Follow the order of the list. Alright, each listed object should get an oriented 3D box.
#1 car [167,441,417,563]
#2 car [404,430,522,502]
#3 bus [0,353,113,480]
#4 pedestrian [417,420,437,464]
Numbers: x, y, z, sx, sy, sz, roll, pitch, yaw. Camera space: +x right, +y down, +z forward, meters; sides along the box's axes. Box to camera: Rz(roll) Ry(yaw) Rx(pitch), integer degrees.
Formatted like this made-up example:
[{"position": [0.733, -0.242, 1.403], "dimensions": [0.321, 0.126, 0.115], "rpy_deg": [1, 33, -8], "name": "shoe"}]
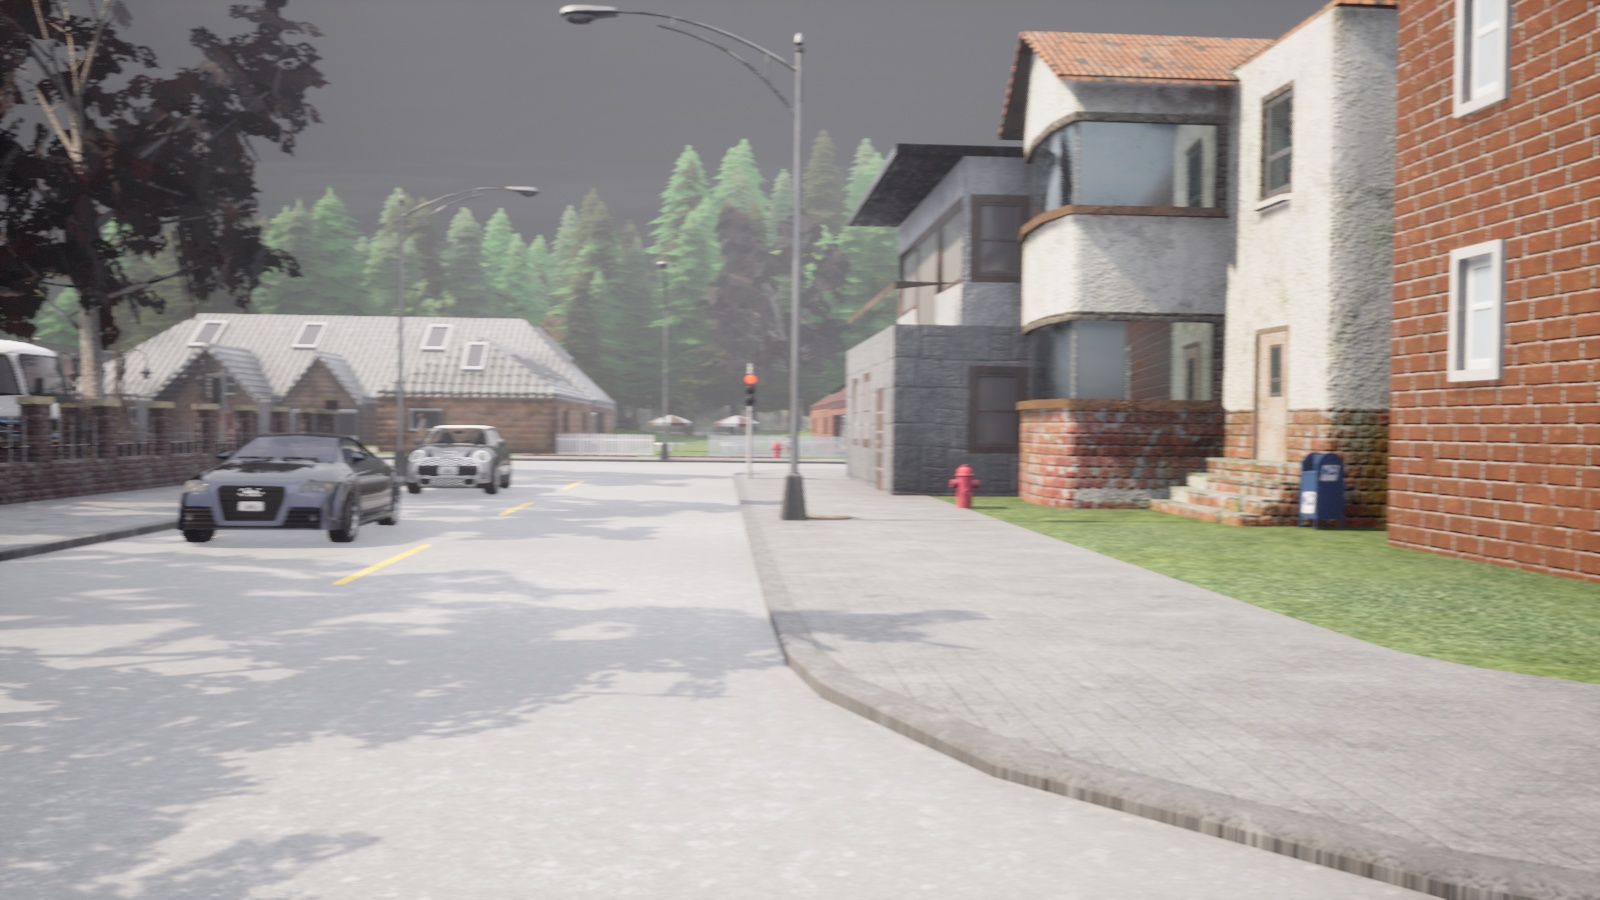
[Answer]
[{"position": [-6.684, 0.604, 17.062], "dimensions": [1.994, 1.385, 4.181], "rpy_deg": [-1, 1, -5], "name": "car"}, {"position": [-7.436, 0.304, 28.072], "dimensions": [1.970, 1.475, 3.806], "rpy_deg": [-1, 1, -6], "name": "car"}, {"position": [-30.221, -1.113, 43.725], "dimensions": [10.273, 4.253, 3.944], "rpy_deg": [-1, 1, -5], "name": "bus"}, {"position": [-15.966, -0.355, 53.763], "dimensions": [0.694, 1.848, 0.540], "rpy_deg": [-1, 1, -8], "name": "pedestrian"}]
